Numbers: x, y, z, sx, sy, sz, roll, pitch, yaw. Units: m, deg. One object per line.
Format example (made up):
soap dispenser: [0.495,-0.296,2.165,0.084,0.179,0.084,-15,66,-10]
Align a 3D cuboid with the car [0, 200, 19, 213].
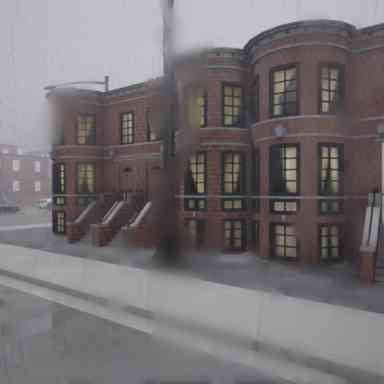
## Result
car: [-20.120,1.562,34.188,1.994,1.385,4.181,0,0,36]

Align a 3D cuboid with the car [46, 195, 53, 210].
car: [-14.961,1.476,41.406,1.882,1.535,5.008,0,0,36]

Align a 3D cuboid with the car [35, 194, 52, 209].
car: [-17.592,1.219,43.743,2.150,2.045,5.566,0,0,36]
